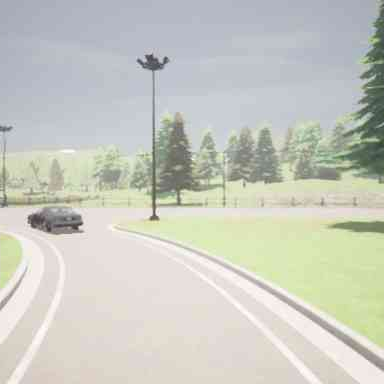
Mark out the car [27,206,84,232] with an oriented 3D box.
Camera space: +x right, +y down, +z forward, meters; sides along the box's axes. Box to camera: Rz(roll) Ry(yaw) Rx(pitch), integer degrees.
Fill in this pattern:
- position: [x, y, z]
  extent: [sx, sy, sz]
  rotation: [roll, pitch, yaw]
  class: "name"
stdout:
- position: [-8.403, 1.552, 20.276]
  extent: [2.033, 1.411, 5.357]
  rotation: [0, 0, -40]
  class: "car"
